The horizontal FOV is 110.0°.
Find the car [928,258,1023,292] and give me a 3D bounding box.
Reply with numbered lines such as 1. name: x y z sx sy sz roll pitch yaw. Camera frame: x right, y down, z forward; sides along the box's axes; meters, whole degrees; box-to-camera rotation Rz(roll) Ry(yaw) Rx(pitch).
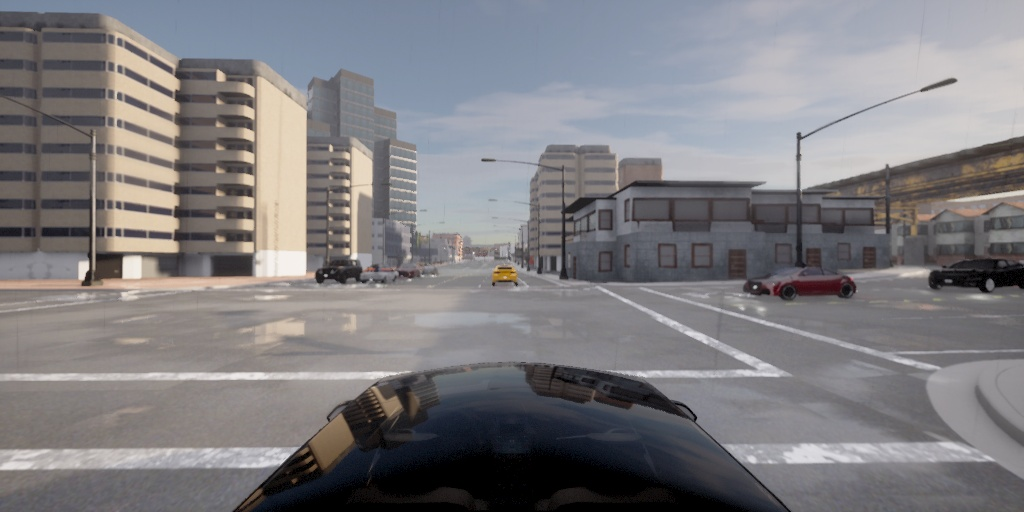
1. car: 22.956 0.860 17.577 5.008 1.535 1.882 -1 0 -16

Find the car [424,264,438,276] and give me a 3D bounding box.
1. car: -12.135 2.155 53.326 1.812 1.442 4.674 0 -2 -1

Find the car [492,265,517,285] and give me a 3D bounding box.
1. car: -0.609 1.483 29.017 1.882 1.535 5.008 0 -1 -2

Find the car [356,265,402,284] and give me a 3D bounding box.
1. car: -11.379 1.651 30.977 1.895 1.301 4.718 0 -1 -2

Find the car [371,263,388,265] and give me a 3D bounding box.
1. car: -15.231 1.623 40.722 2.097 1.767 4.553 0 -2 -2

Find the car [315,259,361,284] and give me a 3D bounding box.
1. car: -14.891 1.279 31.245 2.150 2.045 5.566 0 -1 -2

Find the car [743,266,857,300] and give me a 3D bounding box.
1. car: 12.808 1.170 16.107 4.181 1.385 1.994 -1 0 -4

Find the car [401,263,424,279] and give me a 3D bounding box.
1. car: -11.705 1.604 40.084 2.097 1.767 4.553 0 -2 -2
